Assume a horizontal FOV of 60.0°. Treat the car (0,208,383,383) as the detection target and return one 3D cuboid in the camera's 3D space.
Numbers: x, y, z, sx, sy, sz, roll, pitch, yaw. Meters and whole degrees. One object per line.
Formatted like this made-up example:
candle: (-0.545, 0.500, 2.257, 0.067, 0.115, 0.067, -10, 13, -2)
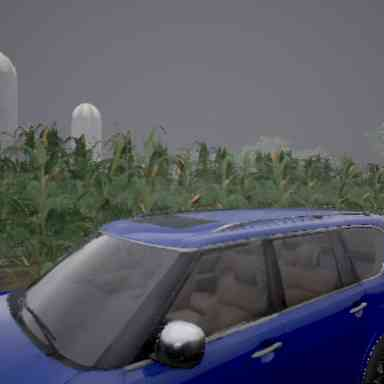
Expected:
car: (-0.029, 1.221, 3.049, 5.566, 2.045, 2.150, 0, 0, -35)
